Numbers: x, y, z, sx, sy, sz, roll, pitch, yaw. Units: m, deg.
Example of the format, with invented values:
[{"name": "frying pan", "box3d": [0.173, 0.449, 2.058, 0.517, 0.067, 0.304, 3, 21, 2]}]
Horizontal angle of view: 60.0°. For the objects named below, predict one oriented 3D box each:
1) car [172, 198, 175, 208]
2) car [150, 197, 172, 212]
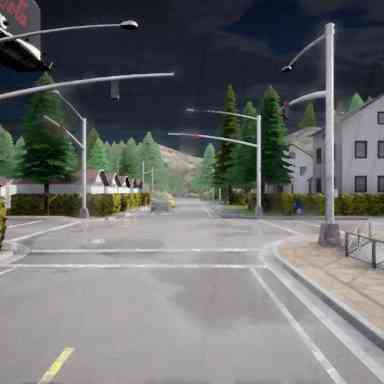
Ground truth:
[{"name": "car", "box3d": [-3.588, 1.475, 48.589, 1.882, 1.535, 5.008, 0, 0, 0]}, {"name": "car", "box3d": [-3.585, 1.524, 38.117, 1.812, 1.442, 4.674, 0, 0, 0]}]
